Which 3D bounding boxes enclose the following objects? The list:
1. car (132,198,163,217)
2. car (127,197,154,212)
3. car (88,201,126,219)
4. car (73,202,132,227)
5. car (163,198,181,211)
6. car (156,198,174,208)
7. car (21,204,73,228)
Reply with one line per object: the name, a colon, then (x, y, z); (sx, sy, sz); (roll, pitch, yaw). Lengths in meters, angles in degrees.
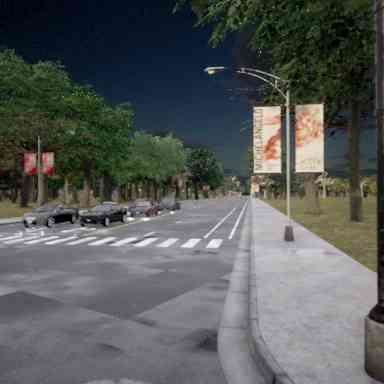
car: (-4.699, 1.682, 33.532); (1.812, 1.442, 4.674); (0, 0, 10)
car: (-6.457, 1.562, 42.224); (2.097, 1.767, 4.553); (0, 0, 10)
car: (-8.185, 1.699, 32.474); (1.812, 1.442, 4.674); (0, 0, 10)
car: (-6.345, 1.599, 24.274); (1.882, 1.535, 5.008); (0, 0, 10)
car: (-2.915, 1.546, 43.561); (2.097, 1.767, 4.553); (0, 0, 10)
car: (-4.342, 1.786, 53.860); (1.812, 1.442, 4.674); (0, 0, 11)
car: (-9.806, 1.630, 23.414); (2.128, 1.511, 4.902); (0, 0, 11)
